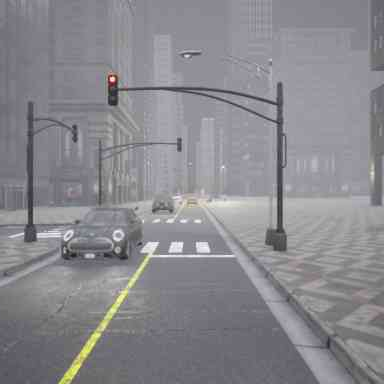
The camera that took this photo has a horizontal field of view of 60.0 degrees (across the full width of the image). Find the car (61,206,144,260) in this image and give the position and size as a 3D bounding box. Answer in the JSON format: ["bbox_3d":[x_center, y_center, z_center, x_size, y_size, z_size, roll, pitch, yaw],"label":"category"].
[{"bbox_3d":[-3.102,1.352,12.346,2.097,1.767,4.553,0,0,0],"label":"car"}]

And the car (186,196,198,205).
[{"bbox_3d":[0.007,1.489,57.641,1.882,1.535,5.008,0,0,0],"label":"car"}]

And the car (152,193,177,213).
[{"bbox_3d":[-3.093,1.222,36.548,2.150,2.045,5.566,0,0,0],"label":"car"}]

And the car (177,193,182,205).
[{"bbox_3d":[-3.015,1.238,60.280,2.150,2.045,5.566,0,0,0],"label":"car"}]
